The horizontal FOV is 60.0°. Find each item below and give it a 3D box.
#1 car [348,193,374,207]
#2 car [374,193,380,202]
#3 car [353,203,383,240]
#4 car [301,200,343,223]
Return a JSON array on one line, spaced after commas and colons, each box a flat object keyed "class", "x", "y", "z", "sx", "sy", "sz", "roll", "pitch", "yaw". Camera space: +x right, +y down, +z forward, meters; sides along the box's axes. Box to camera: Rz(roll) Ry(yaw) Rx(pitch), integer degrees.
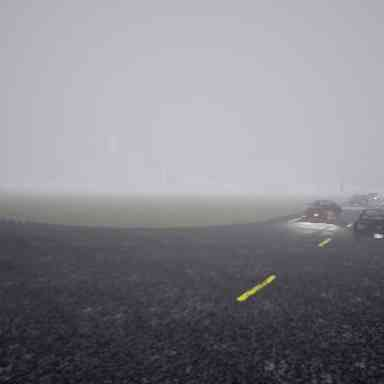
[{"class": "car", "x": 19.819, "y": 1.034, "z": 39.386, "sx": 2.033, "sy": 1.411, "sz": 5.357, "roll": 2, "pitch": 1, "yaw": 33}, {"class": "car", "x": 29.496, "y": 0.891, "z": 54.328, "sx": 1.837, "sy": 1.490, "sz": 4.892, "roll": 2, "pitch": 1, "yaw": 33}, {"class": "car", "x": 8.481, "y": 1.408, "z": 14.836, "sx": 1.895, "sy": 1.301, "sz": 4.718, "roll": 2, "pitch": 1, "yaw": 33}, {"class": "car", "x": 8.802, "y": 1.226, "z": 22.288, "sx": 1.994, "sy": 1.385, "sz": 4.181, "roll": 2, "pitch": 1, "yaw": 33}]
